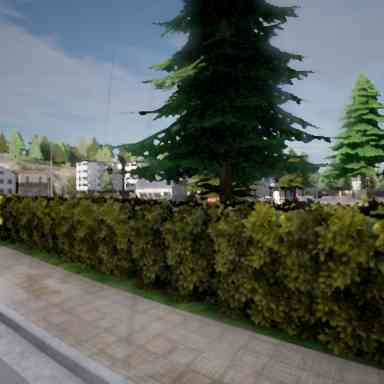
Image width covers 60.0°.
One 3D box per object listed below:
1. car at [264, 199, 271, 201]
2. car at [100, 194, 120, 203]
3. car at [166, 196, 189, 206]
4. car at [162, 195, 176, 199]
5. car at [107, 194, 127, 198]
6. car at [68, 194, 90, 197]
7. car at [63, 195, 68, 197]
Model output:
[{"bbox_3d":[9.866,1.552,44.302,1.882,1.535,5.008,0,0,45],"label":"car"},{"bbox_3d":[-17.673,1.282,71.985,3.866,1.878,1.905,0,0,-45],"label":"car"},{"bbox_3d":[-2.385,1.507,56.879,3.633,1.501,1.845,0,0,-45],"label":"car"},{"bbox_3d":[-2.248,1.310,37.354,5.566,2.045,2.150,0,0,-45],"label":"car"},{"bbox_3d":[-15.339,1.293,70.206,4.605,1.855,1.932,0,0,-45],"label":"car"},{"bbox_3d":[-26.658,1.402,81.093,5.027,1.636,2.152,0,0,-45],"label":"car"},{"bbox_3d":[-31.395,1.502,85.434,3.806,1.475,1.970,0,0,-45],"label":"car"}]
